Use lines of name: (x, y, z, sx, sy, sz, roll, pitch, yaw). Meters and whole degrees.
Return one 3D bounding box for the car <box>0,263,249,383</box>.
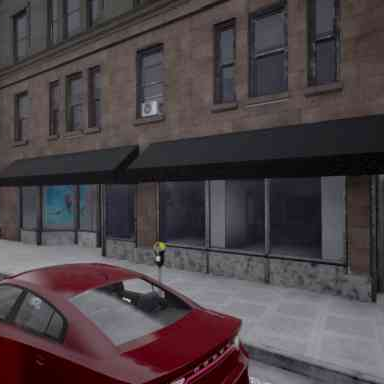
car: (-1.554, 1.545, 3.958, 4.507, 1.381, 1.887, 0, 0, 35)
